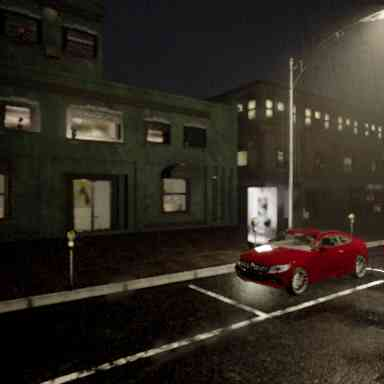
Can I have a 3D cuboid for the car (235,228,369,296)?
[{"bbox_3d":[3.021,1.626,8.704,4.206,1.307,1.802,0,-1,-35],"label":"car"}]
